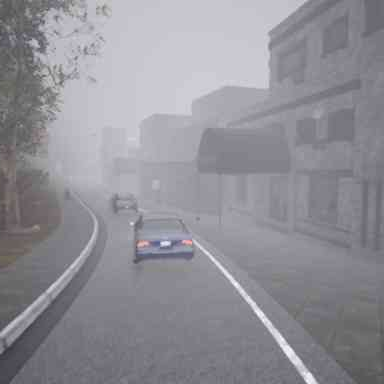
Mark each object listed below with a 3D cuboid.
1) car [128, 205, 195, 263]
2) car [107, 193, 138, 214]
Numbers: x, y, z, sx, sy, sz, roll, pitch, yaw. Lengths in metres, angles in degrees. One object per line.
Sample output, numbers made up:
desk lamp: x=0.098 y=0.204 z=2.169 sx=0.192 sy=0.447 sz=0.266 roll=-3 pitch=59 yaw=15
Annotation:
car: x=-1.140 y=1.403 z=11.568 sx=2.033 sy=1.411 sz=5.357 roll=-1 pitch=1 yaw=-9
car: x=-5.642 y=0.806 z=26.855 sx=2.128 sy=1.511 sz=4.902 roll=-2 pitch=3 yaw=-21
